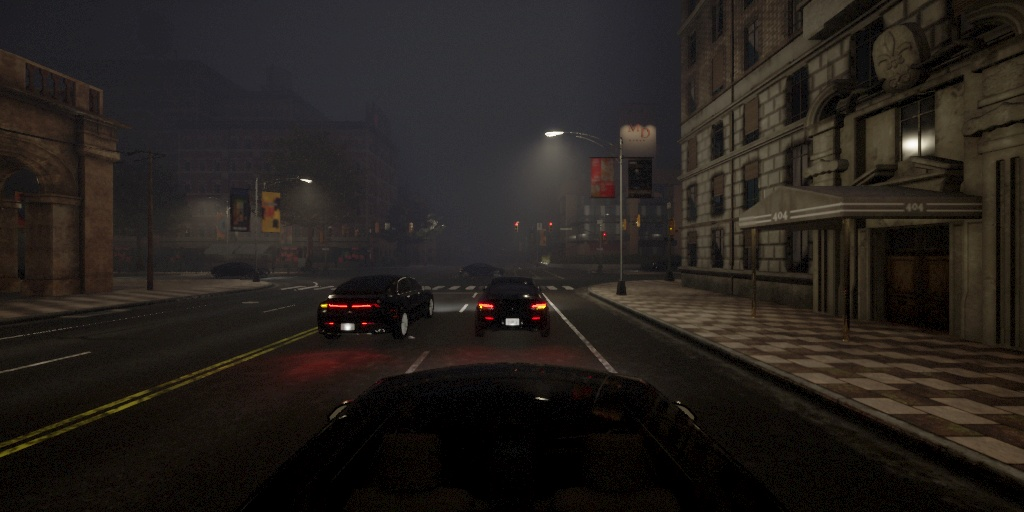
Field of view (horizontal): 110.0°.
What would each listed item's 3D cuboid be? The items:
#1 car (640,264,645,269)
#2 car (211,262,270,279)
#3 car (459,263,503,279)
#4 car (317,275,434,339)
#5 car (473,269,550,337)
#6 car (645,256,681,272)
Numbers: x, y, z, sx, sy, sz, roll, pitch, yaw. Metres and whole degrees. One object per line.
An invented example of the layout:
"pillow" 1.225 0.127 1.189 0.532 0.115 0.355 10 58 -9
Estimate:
"car" 19.999 1.297 47.848 5.357 1.411 2.033 0 0 0
"car" -24.545 1.276 32.482 4.674 1.442 1.812 0 0 0
"car" -2.665 1.314 32.565 4.181 1.385 1.994 0 0 0
"car" -3.494 1.255 10.036 1.837 1.490 4.892 0 0 0
"car" 0.007 1.276 10.156 1.812 1.442 4.674 0 0 0
"car" 19.991 0.971 44.331 5.566 2.045 2.150 0 0 1
